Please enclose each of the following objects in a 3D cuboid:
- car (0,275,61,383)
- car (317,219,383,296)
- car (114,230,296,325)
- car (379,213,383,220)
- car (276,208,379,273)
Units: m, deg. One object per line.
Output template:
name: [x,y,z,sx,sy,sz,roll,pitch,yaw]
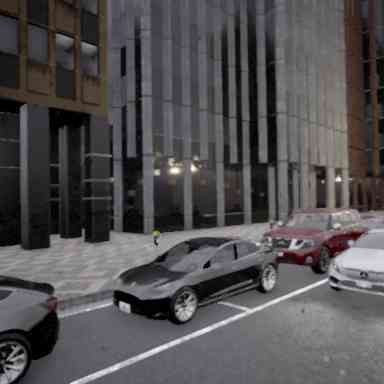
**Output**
car: [-3.712,1.714,3.678,4.313,1.339,1.947,0,-2,-44]
car: [5.197,1.649,8.485,4.674,1.442,1.812,1,-2,-44]
car: [0.330,1.742,7.607,4.313,1.339,1.947,0,-2,-44]
car: [8.414,1.778,15.465,4.507,1.381,1.887,0,-2,-44]
car: [4.367,1.520,11.542,5.009,1.841,2.192,0,-2,-44]
